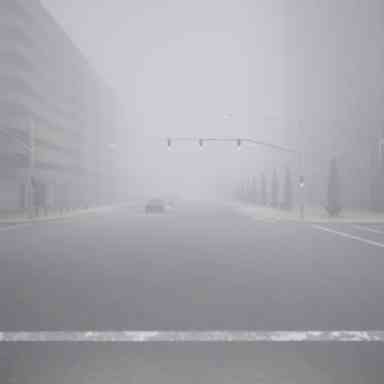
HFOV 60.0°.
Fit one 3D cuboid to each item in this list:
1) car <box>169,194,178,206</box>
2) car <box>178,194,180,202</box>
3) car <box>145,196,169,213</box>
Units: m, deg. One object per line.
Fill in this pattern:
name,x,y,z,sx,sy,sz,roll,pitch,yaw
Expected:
car,-3.749,1.384,50.984,2.128,1.511,4.902,0,0,1
car,-3.474,1.129,67.768,2.097,1.767,4.553,0,0,1
car,-3.910,1.401,35.874,1.882,1.535,5.008,0,0,0
